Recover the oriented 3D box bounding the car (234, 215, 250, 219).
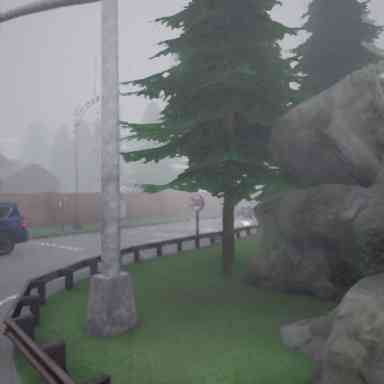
[{"bbox_3d":[5.216,1.647,30.374,1.812,1.442,4.674,-1,0,36],"label":"car"}]

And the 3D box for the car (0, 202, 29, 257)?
[{"bbox_3d":[-8.660,1.403,11.501,2.150,2.045,5.566,-1,0,36],"label":"car"}]
